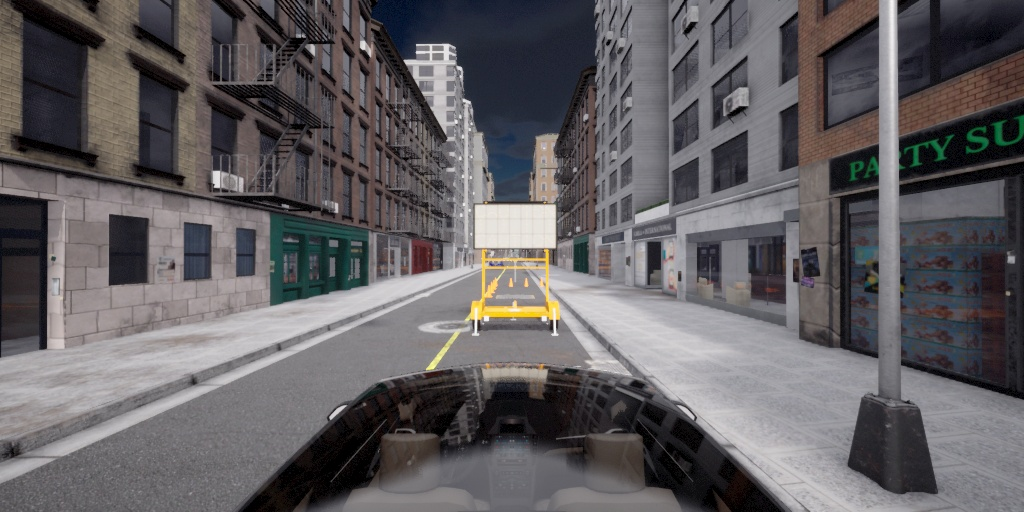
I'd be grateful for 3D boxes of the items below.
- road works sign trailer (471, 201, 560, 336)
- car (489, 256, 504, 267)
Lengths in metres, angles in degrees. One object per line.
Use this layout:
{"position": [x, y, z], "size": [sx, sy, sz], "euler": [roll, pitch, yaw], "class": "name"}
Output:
{"position": [0.097, 0.214, 10.428], "size": [2.380, 3.560, 2.880], "euler": [0, 0, 1], "class": "road works sign trailer"}
{"position": [-2.480, 0.950, 56.916], "size": [2.150, 2.045, 5.566], "euler": [0, 0, 1], "class": "car"}
